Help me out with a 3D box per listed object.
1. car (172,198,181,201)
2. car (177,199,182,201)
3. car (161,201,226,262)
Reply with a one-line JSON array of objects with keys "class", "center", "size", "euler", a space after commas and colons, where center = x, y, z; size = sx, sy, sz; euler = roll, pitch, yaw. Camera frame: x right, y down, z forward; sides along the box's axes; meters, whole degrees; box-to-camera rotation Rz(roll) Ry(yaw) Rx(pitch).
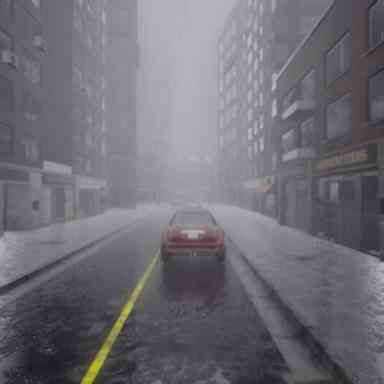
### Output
[{"class": "car", "center": [-2.497, 1.753, 56.580], "size": [2.033, 1.411, 5.357], "euler": [0, 0, 1]}, {"class": "car", "center": [0.059, 1.596, 27.629], "size": [2.128, 1.511, 4.902], "euler": [0, 0, 1]}, {"class": "car", "center": [0.053, 1.399, 12.540], "size": [2.097, 1.767, 4.553], "euler": [0, 0, 1]}]
